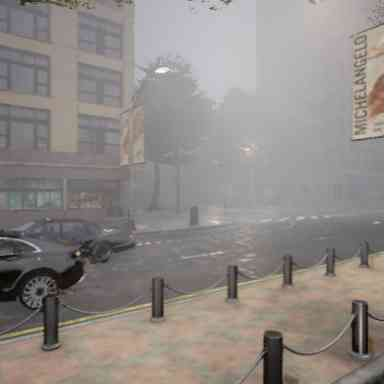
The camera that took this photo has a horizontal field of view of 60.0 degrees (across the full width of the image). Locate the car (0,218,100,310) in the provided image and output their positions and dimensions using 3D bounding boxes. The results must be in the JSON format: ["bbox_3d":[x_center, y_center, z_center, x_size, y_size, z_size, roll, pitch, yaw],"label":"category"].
[{"bbox_3d":[-4.544,1.494,6.253,4.902,1.511,2.128,0,0,-35],"label":"car"}]

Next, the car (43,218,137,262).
[{"bbox_3d":[-4.470,1.548,10.591,5.357,1.411,2.033,0,0,-35],"label":"car"}]
